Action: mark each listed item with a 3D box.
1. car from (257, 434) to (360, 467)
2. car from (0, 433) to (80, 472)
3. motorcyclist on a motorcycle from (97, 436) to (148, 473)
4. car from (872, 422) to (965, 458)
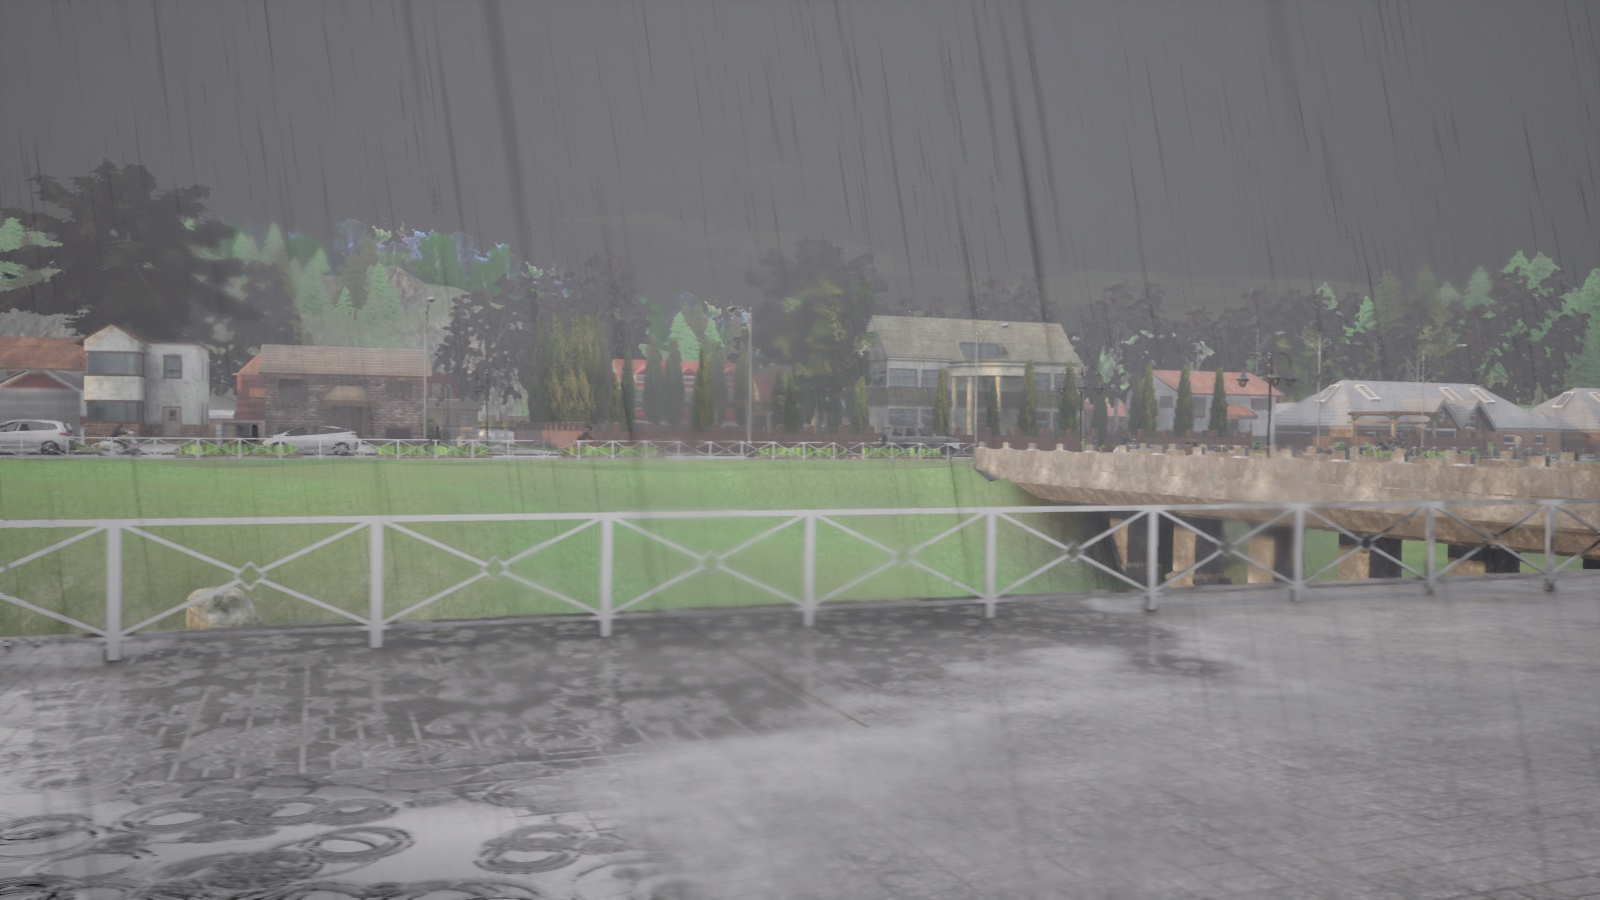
[{"bbox_3d":[-23.728,0.013,60.752,4.514,1.525,2.007,-1,1,-21],"label":"car"},{"bbox_3d":[-35.188,0.105,56.403,4.611,1.667,2.242,-1,1,-21],"label":"car"},{"bbox_3d":[-29.300,0.184,54.359,1.817,1.590,0.866,-1,1,-21],"label":"motorcyclist on a motorcycle"},{"bbox_3d":[6.400,-0.559,67.902,4.605,1.855,1.932,-1,1,-21],"label":"car"}]
